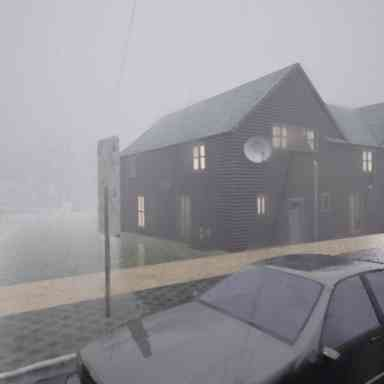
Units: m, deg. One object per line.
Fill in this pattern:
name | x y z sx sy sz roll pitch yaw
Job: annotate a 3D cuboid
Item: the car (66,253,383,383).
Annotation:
car | 1.415 1.543 4.051 5.357 1.411 2.033 0 0 -35
